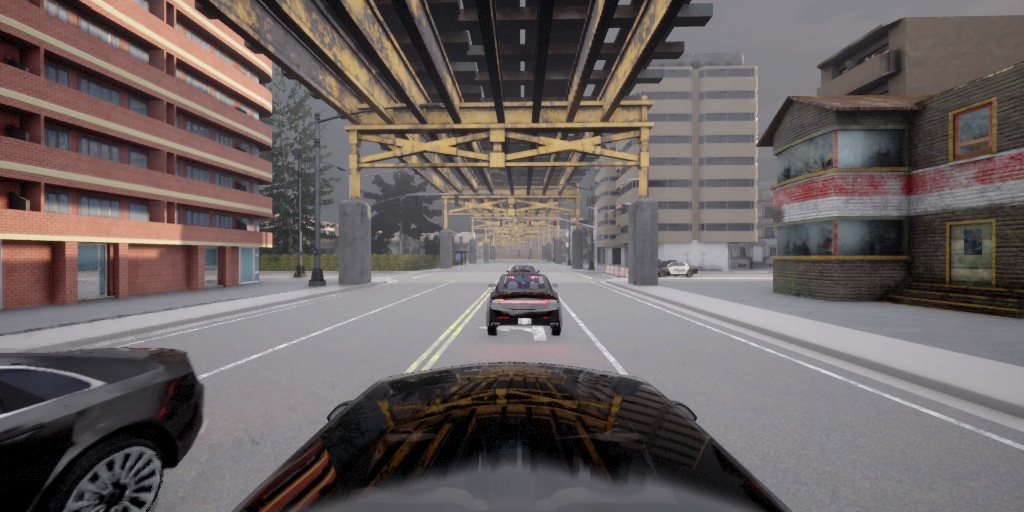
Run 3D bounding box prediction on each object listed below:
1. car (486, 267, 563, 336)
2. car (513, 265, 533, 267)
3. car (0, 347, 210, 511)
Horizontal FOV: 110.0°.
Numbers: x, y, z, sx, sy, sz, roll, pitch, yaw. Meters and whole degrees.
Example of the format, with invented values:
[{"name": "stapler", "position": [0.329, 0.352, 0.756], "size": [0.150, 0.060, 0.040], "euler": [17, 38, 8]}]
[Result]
[{"name": "car", "position": [0.328, 1.232, 10.388], "size": [2.128, 1.511, 4.902], "euler": [0, 0, 1]}, {"name": "car", "position": [0.627, 1.240, 20.656], "size": [1.812, 1.442, 4.674], "euler": [0, 0, 2]}, {"name": "car", "position": [-3.639, 1.242, 1.079], "size": [2.128, 1.511, 4.902], "euler": [0, 0, 2]}]
